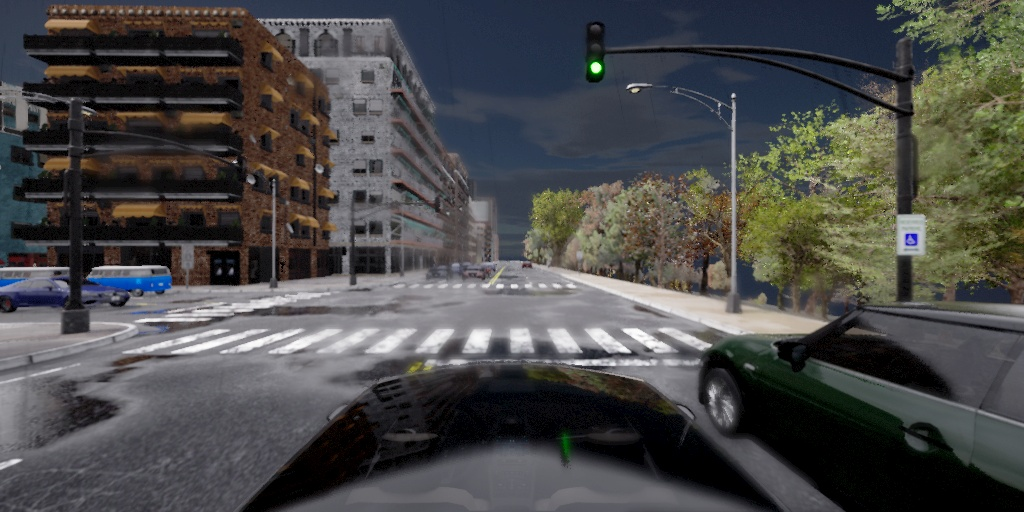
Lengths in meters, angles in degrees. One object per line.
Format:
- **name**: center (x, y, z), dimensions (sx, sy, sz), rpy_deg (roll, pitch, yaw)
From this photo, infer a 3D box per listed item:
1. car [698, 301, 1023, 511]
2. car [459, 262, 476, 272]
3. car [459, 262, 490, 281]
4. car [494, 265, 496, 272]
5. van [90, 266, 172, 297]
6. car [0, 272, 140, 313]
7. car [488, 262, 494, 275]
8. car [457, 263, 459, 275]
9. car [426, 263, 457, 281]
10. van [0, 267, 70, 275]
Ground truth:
- **car**: center (3.349, 1.107, 2.594), dimensions (2.097, 1.767, 4.553), rpy_deg (0, 0, 0)
- **car**: center (-6.730, 1.700, 54.705), dimensions (2.033, 1.411, 5.357), rpy_deg (0, 0, 0)
- **car**: center (-3.431, 1.550, 33.428), dimensions (1.994, 1.385, 4.181), rpy_deg (0, 0, 0)
- **car**: center (-3.470, 1.679, 54.799), dimensions (1.812, 1.442, 4.674), rpy_deg (0, 0, 0)
- **van**: center (-22.769, 1.497, 21.344), dimensions (3.998, 1.789, 1.690), rpy_deg (0, 0, -1)
- **car**: center (-19.562, 1.620, 15.601), dimensions (4.674, 1.442, 1.812), rpy_deg (-1, 0, 1)
- **car**: center (-3.455, 1.654, 42.182), dimensions (1.895, 1.301, 4.718), rpy_deg (0, 0, 0)
- **car**: center (-6.703, 1.578, 42.072), dimensions (1.812, 1.442, 4.674), rpy_deg (0, 0, 0)
- **car**: center (-6.682, 1.550, 33.451), dimensions (1.994, 1.385, 4.181), rpy_deg (0, 0, 0)
- **van**: center (-28.370, 1.570, 21.252), dimensions (3.998, 1.789, 1.690), rpy_deg (0, 0, -1)
